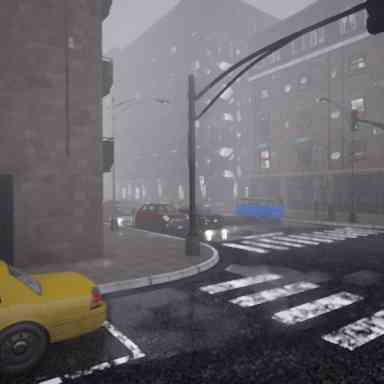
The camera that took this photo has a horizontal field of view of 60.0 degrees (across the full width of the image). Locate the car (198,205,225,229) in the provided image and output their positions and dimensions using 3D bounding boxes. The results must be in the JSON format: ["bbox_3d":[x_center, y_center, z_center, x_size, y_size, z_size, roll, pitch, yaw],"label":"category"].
[{"bbox_3d":[0.249,1.536,21.597,1.994,1.385,4.181,-1,0,-36],"label":"car"}]

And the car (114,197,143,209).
[{"bbox_3d":[-8.292,1.450,43.278,1.887,1.381,4.507,-1,0,-36],"label":"car"}]

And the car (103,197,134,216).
[{"bbox_3d":[-7.092,1.482,31.745,1.812,1.442,4.674,-1,0,-36],"label":"car"}]

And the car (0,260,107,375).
[{"bbox_3d":[-3.547,1.526,4.038,4.829,1.417,1.752,0,0,-35],"label":"car"}]

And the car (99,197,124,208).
[{"bbox_3d":[-11.610,1.450,47.865,1.887,1.381,4.507,-1,0,-36],"label":"car"}]

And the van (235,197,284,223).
[{"bbox_3d":[4.984,1.267,24.931,1.690,1.788,3.998,0,0,-36],"label":"van"}]

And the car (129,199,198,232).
[{"bbox_3d":[-1.816,1.434,20.034,1.967,1.590,4.097,0,0,-36],"label":"car"}]

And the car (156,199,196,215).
[{"bbox_3d":[-1.754,1.437,34.243,1.752,1.417,4.829,-1,0,-36],"label":"car"}]
